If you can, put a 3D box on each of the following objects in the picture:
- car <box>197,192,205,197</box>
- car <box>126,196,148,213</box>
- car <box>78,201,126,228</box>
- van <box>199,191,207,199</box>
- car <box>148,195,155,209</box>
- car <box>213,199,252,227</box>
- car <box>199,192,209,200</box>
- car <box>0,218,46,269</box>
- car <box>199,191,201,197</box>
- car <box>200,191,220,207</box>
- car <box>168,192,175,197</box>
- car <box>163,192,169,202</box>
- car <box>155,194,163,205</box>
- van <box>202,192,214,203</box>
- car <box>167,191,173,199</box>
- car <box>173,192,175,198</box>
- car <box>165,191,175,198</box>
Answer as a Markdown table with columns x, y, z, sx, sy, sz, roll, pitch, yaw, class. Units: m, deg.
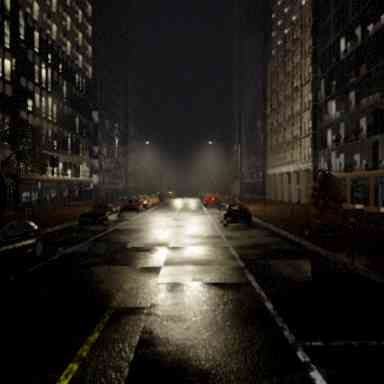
| x | y | z | sx | sy | sz | roll | pitch | yaw | class |
| --- | --- | --- | --- | --- | --- | --- | --- | --- | --- |
| 2.565 | 0.779 | 94.690 | 2.008 | 1.369 | 4.403 | -1 | 0 | 0 | car |
| -5.737 | 1.323 | 32.161 | 1.802 | 1.307 | 4.206 | -1 | 0 | 0 | car |
| -5.723 | 1.383 | 20.794 | 2.008 | 1.369 | 4.403 | -1 | 0 | 0 | car |
| 2.584 | 0.710 | 77.637 | 1.690 | 1.788 | 3.998 | -1 | 0 | 0 | van |
| -5.746 | 1.135 | 37.843 | 1.967 | 1.590 | 4.097 | -1 | 0 | 0 | car |
| 2.658 | 1.383 | 20.804 | 2.008 | 1.369 | 4.403 | -1 | 0 | 0 | car |
| 2.592 | 0.856 | 71.955 | 1.967 | 1.590 | 4.097 | -1 | 0 | 0 | car |
| -5.709 | 1.474 | 9.427 | 2.008 | 1.369 | 4.403 | -1 | 0 | 0 | car |
| 2.619 | 0.917 | 49.221 | 2.192 | 1.841 | 5.009 | -1 | 0 | 0 | car |
| 2.626 | 0.963 | 43.537 | 2.192 | 1.841 | 5.009 | -1 | 0 | 0 | car |
| -5.816 | 0.810 | 94.680 | 1.802 | 1.307 | 4.206 | -1 | 0 | 0 | car |
| -5.773 | 1.076 | 60.579 | 1.947 | 1.339 | 4.313 | -1 | 0 | 0 | car |
| -5.759 | 1.129 | 49.042 | 1.752 | 1.417 | 4.829 | -1 | 0 | 0 | car |
| 2.613 | 0.897 | 54.904 | 1.690 | 1.788 | 3.998 | -1 | 0 | 0 | van |
| -5.787 | 0.967 | 71.946 | 2.008 | 1.369 | 4.403 | -1 | 0 | 0 | car |
| -5.802 | 0.763 | 83.312 | 1.967 | 1.590 | 4.097 | -1 | 0 | 0 | car |
| -5.811 | 0.591 | 88.994 | 2.192 | 1.841 | 5.009 | -1 | 0 | 0 | car |
